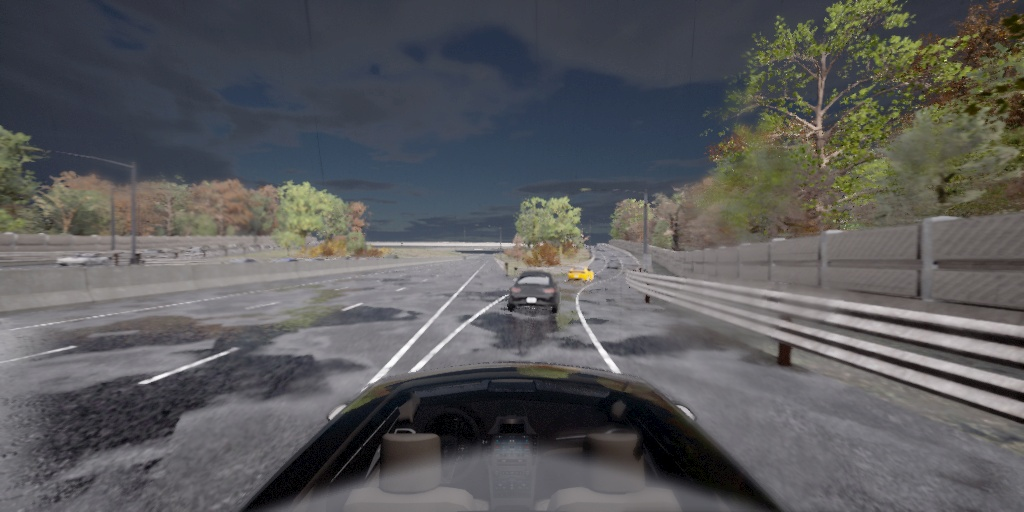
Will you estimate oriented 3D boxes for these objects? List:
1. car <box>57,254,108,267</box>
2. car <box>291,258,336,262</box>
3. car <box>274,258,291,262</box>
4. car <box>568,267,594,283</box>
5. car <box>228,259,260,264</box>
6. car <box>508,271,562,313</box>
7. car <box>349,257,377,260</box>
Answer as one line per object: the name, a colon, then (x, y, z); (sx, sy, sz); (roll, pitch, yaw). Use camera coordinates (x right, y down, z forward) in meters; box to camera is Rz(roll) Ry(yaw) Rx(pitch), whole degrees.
car: (-44.198, 0.421, 37.002); (1.895, 1.301, 4.718); (0, 1, -27)
car: (-23.544, 1.126, 42.797); (2.033, 1.411, 5.357); (0, 0, -3)
car: (-27.048, 1.029, 42.853); (1.882, 1.535, 5.008); (0, 0, -3)
car: (7.014, 1.830, 36.177); (1.882, 1.535, 5.008); (0, -1, 22)
car: (-30.441, 1.050, 40.580); (1.812, 1.442, 4.674); (0, 0, -3)
car: (0.986, 1.334, 14.437); (1.812, 1.442, 4.674); (1, 0, 8)
car: (-24.375, 1.064, 58.775); (1.882, 1.535, 5.008); (0, 0, -3)
